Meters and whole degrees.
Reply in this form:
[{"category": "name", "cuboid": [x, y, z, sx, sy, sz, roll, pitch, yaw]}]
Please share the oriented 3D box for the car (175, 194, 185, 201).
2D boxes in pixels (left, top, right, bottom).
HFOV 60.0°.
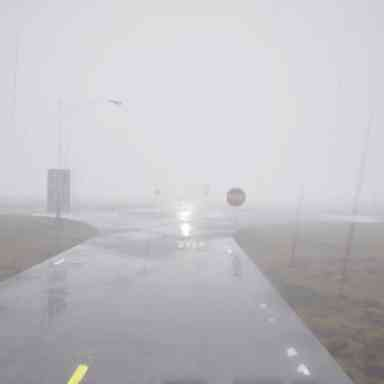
[{"category": "car", "cuboid": [-2.515, 1.104, 69.615, 1.837, 1.490, 4.892, 0, 0, 0]}]
